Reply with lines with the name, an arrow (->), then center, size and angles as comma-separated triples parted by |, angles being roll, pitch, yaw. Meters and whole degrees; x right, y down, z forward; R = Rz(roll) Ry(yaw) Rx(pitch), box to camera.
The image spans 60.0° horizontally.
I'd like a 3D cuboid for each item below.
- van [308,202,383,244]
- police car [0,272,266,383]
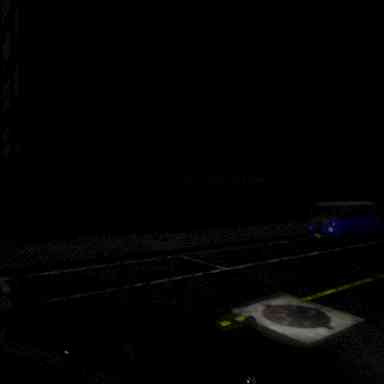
van -> 7.074, 1.341, 15.444 | 3.998, 1.788, 1.690 | 0, 0, -36
police car -> -1.615, 1.425, 2.281 | 5.238, 1.638, 1.930 | 0, 0, -36
